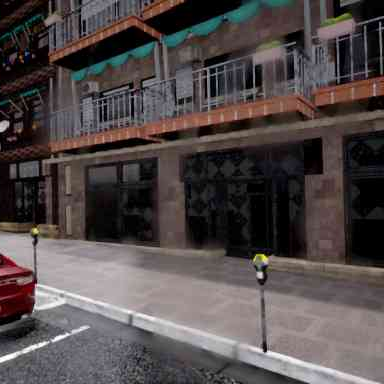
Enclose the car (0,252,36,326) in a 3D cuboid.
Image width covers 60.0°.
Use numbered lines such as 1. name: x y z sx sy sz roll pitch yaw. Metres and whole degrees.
1. car: -4.665 1.552 6.078 4.507 1.381 1.887 0 -1 36
